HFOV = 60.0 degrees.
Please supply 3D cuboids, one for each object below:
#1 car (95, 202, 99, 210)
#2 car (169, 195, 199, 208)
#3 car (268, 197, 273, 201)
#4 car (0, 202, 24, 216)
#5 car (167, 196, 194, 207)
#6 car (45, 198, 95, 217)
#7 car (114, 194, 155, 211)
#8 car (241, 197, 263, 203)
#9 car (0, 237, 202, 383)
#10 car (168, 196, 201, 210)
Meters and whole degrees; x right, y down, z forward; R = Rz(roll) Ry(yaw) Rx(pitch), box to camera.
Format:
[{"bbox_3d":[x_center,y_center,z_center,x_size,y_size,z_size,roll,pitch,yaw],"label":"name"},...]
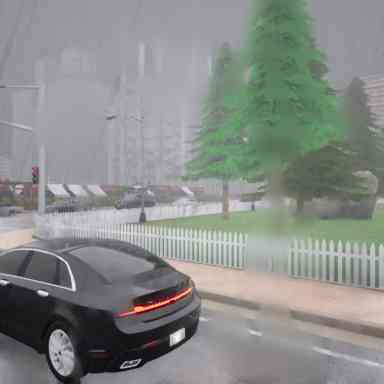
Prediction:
[{"bbox_3d":[-12.862,1.478,37.551,1.882,1.535,5.008,0,0,34],"label":"car"},{"bbox_3d":[-1.130,1.352,48.717,2.097,1.767,4.553,0,0,34],"label":"car"},{"bbox_3d":[14.956,1.564,59.811,1.994,1.385,4.181,0,0,34],"label":"car"},{"bbox_3d":[-17.996,1.601,30.017,1.895,1.301,4.718,0,0,36],"label":"car"},{"bbox_3d":[-1.864,1.505,53.879,1.837,1.490,4.892,0,0,34],"label":"car"},{"bbox_3d":[-12.302,1.491,32.104,2.128,1.511,4.902,0,0,34],"label":"car"},{"bbox_3d":[-6.832,1.221,40.253,2.150,2.045,5.566,0,0,34],"label":"car"},{"bbox_3d":[10.892,1.221,60.035,2.150,2.045,5.566,0,0,34],"label":"car"},{"bbox_3d":[-2.143,1.505,5.454,4.892,1.490,1.837,0,0,36],"label":"car"},{"bbox_3d":[-0.652,1.526,42.825,1.812,1.442,4.674,0,0,34],"label":"car"}]
